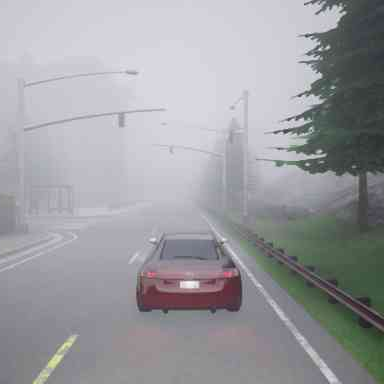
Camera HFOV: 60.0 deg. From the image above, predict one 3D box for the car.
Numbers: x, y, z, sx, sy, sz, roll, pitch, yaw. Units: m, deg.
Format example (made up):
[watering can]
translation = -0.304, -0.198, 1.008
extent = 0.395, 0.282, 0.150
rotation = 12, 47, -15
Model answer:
[car]
translation = -0.076, 1.564, 7.723
extent = 1.994, 1.385, 4.181
rotation = 0, 0, -1
